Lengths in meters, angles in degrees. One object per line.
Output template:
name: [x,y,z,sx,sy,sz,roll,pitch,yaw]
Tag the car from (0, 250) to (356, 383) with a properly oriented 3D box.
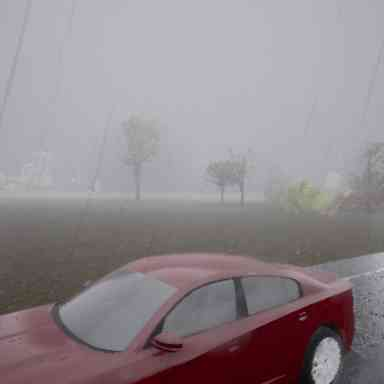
car: [-0.176,1.497,3.725,5.008,1.535,1.882,1,0,-35]
